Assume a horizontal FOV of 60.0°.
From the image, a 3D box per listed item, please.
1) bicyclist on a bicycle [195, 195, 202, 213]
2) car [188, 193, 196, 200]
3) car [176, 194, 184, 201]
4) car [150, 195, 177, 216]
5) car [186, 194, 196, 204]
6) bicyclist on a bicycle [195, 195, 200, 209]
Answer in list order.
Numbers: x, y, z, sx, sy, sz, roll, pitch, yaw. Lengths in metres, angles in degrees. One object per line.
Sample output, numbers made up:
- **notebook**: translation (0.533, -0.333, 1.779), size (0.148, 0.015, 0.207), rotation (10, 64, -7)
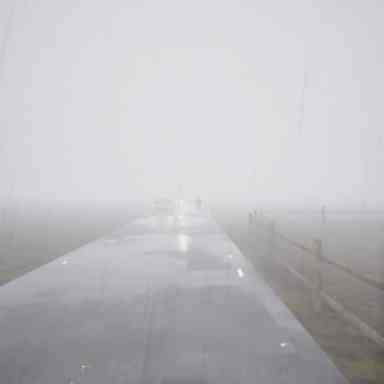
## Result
- **bicyclist on a bicycle**: translation (0.741, 1.385, 34.344), size (0.659, 1.776, 1.843), rotation (0, 1, 0)
- **car**: translation (-0.033, 1.106, 75.255), size (1.812, 1.442, 4.674), rotation (0, 1, 0)
- **car**: translation (-2.783, 1.121, 73.423), size (2.128, 1.511, 4.902), rotation (0, 1, 0)
- **car**: translation (-2.857, 1.374, 32.768), size (2.097, 1.767, 4.553), rotation (0, 0, 0)
- **car**: translation (0.023, 1.343, 57.937), size (1.812, 1.442, 4.674), rotation (0, 1, 1)
- **bicyclist on a bicycle**: translation (0.737, 1.326, 43.552), size (0.659, 1.776, 1.843), rotation (0, 1, 0)
